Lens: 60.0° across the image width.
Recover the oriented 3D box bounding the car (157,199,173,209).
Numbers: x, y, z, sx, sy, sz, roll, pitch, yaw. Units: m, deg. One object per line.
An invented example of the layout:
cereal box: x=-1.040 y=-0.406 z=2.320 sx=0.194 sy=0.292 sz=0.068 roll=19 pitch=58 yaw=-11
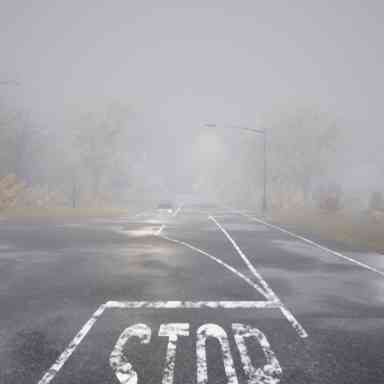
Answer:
car: x=-3.529 y=1.587 z=44.577 sx=1.994 sy=1.385 sz=4.181 roll=0 pitch=0 yaw=0
